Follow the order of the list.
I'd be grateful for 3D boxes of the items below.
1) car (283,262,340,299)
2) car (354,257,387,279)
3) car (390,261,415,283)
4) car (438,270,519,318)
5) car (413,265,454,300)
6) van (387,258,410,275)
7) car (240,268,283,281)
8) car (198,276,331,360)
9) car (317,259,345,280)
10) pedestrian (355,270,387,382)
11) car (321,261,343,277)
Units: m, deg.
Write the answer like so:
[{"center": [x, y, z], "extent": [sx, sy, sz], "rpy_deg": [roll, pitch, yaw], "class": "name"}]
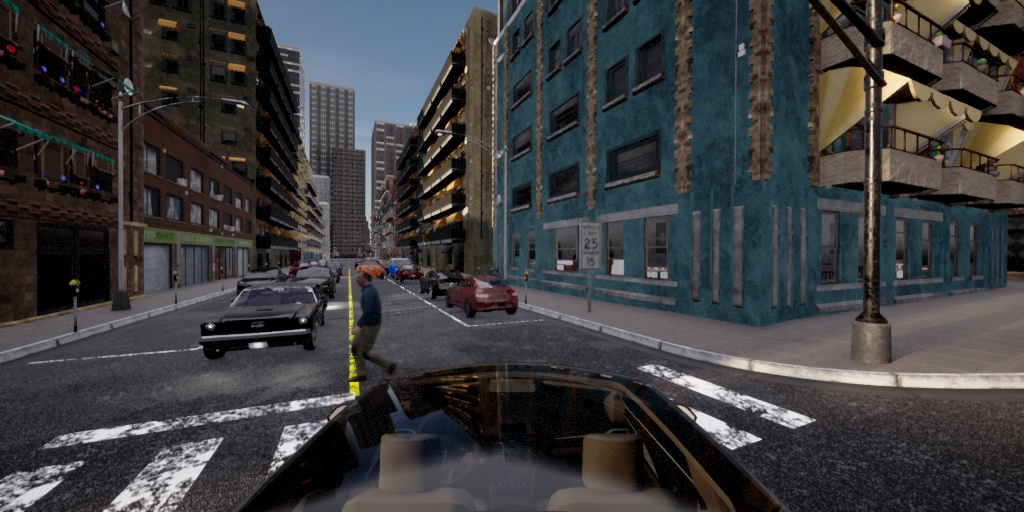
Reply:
[{"center": [-9.778, 1.253, 17.799], "extent": [1.837, 1.490, 4.892], "rpy_deg": [0, 0, -25], "class": "car"}, {"center": [-12.697, 1.102, 31.915], "extent": [2.097, 1.767, 4.553], "rpy_deg": [0, 0, -24], "class": "car"}, {"center": [-8.041, 1.295, 27.941], "extent": [1.888, 1.381, 4.507], "rpy_deg": [0, 0, -24], "class": "car"}, {"center": [-1.169, 1.331, 12.863], "extent": [1.802, 1.307, 4.207], "rpy_deg": [0, 0, -24], "class": "car"}, {"center": [-3.460, 1.314, 17.889], "extent": [1.948, 1.339, 4.313], "rpy_deg": [0, 0, -25], "class": "car"}, {"center": [-10.331, 1.091, 32.967], "extent": [1.690, 1.789, 3.998], "rpy_deg": [0, 0, -24], "class": "van"}, {"center": [-13.382, 1.314, 19.451], "extent": [1.948, 1.339, 4.313], "rpy_deg": [0, 0, -24], "class": "car"}, {"center": [-5.636, 1.349, 8.690], "extent": [1.895, 1.301, 4.718], "rpy_deg": [0, 0, -24], "class": "car"}, {"center": [-14.050, 1.241, 27.193], "extent": [2.128, 1.511, 4.902], "rpy_deg": [0, 0, -24], "class": "car"}, {"center": [-2.249, 1.043, 5.688], "extent": [0.375, 1.860, 0.375], "rpy_deg": [0, 1, -24], "class": "pedestrian"}, {"center": [-18.339, 1.256, 36.705], "extent": [1.837, 1.490, 4.892], "rpy_deg": [0, 0, -24], "class": "car"}]
